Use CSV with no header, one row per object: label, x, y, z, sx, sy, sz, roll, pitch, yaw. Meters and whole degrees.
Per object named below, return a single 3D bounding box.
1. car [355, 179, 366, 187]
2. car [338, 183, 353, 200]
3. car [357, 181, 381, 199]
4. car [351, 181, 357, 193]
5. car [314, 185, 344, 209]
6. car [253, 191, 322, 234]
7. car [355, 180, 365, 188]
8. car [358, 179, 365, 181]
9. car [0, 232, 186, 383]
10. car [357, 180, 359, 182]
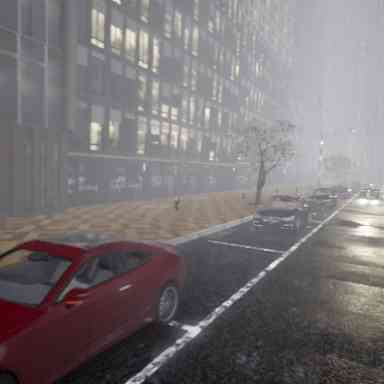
car,42.461,-2.239,83.536,2.192,1.841,5.009,4,4,29
car,14.932,0.032,33.862,1.802,1.307,4.206,4,4,29
car,20.381,-0.101,38.133,2.128,1.511,4.902,4,4,29
car,17.689,-0.309,38.822,1.967,1.590,4.097,4,4,29
car,9.429,0.401,23.922,2.008,1.369,4.403,4,4,29
car,3.925,0.800,13.984,2.008,1.369,4.403,4,4,29
car,39.705,-1.913,78.574,1.967,1.590,4.097,4,4,29
car,34.197,-1.401,68.643,2.008,1.369,4.403,4,4,29
car,-1.579,1.231,4.048,1.802,1.307,4.206,4,4,29
car,23.108,-0.618,48.617,1.752,1.417,4.829,4,4,29
